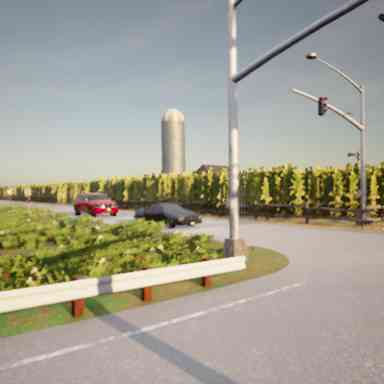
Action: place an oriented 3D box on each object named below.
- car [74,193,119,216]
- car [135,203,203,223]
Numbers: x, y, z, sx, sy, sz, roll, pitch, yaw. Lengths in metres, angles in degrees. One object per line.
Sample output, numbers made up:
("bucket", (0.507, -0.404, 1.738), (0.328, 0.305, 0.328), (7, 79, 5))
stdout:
("car", (-8.541, 1.108, 29.241), (2.150, 2.045, 5.566), (-2, 1, -40))
("car", (-1.684, 1.414, 21.115), (2.033, 1.411, 5.357), (-2, 1, -40))
